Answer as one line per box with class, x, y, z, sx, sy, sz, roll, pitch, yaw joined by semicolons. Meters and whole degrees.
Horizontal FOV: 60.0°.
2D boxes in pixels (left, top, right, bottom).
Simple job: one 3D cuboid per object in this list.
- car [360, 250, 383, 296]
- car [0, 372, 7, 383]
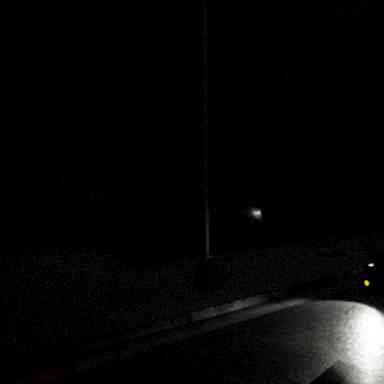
car;5.519;1.488;7.189;4.181;1.385;1.994;-1;0;-35
car;-3.231;1.535;1.135;4.674;1.442;1.812;0;0;-35
